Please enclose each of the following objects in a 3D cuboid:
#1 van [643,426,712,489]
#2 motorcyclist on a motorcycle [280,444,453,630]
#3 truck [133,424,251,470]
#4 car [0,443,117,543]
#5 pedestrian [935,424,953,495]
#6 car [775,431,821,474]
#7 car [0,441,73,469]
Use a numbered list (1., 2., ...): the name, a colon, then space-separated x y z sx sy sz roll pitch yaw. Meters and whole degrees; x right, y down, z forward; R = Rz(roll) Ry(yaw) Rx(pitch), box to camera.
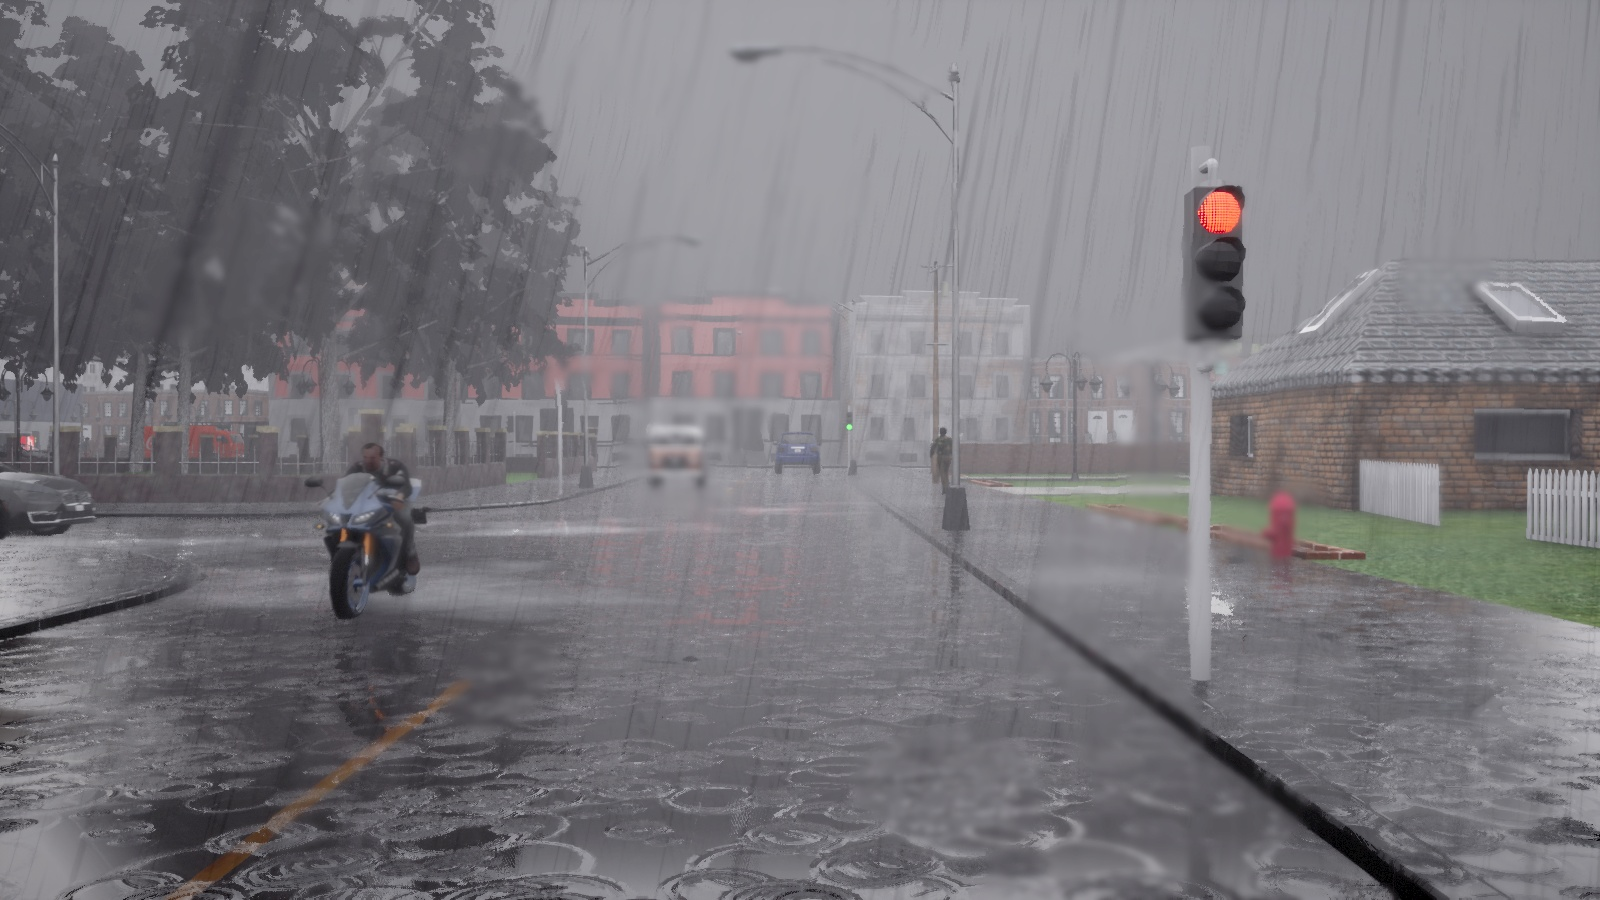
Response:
1. van: -4.137 0.224 42.958 2.069 2.038 4.480 0 0 -2
2. motorcyclist on a motorcycle: -3.877 0.714 11.459 0.866 1.530 2.191 0 0 -2
3. truck: -33.243 -0.154 68.773 5.204 2.467 2.627 0 0 0
4. car: -13.570 0.630 19.532 4.892 1.490 1.837 0 0 0
5. pedestrian: 3.936 0.262 34.386 0.395 1.930 0.692 0 0 -1
6. car: -0.136 0.113 62.397 2.150 2.045 5.566 0 0 -1
7. car: -42.887 0.280 68.747 4.902 1.511 2.128 0 0 0
